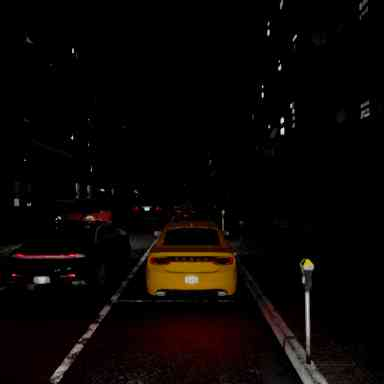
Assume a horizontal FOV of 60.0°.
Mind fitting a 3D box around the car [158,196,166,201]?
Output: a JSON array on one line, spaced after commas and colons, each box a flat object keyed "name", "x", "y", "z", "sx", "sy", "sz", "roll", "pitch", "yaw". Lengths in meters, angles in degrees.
[{"name": "car", "x": -8.326, "y": 1.847, "z": 92.652, "sx": 1.802, "sy": 1.307, "sz": 4.206, "roll": 1, "pitch": 0, "yaw": 0}]

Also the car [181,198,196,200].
[{"name": "car", "x": -0.438, "y": 1.582, "z": 31.754, "sx": 1.887, "sy": 1.381, "sz": 4.507, "roll": 1, "pitch": 0, "yaw": 0}]

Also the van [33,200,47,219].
[{"name": "van", "x": -8.312, "y": 1.359, "z": 20.753, "sx": 1.690, "sy": 1.788, "sz": 3.998, "roll": 2, "pitch": 0, "yaw": 0}]

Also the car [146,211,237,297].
[{"name": "car", "x": -0.006, "y": 1.482, "z": 8.653, "sx": 1.882, "sy": 1.535, "sz": 5.008, "roll": 0, "pitch": 0, "yaw": 0}]

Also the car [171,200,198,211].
[{"name": "car", "x": -0.438, "y": 1.572, "z": 26.224, "sx": 1.887, "sy": 1.381, "sz": 4.507, "roll": 1, "pitch": 0, "yaw": 0}]

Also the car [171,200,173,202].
[{"name": "car", "x": -2.923, "y": 1.660, "z": 41.186, "sx": 1.895, "sy": 1.301, "sz": 4.718, "roll": 0, "pitch": 0, "yaw": 0}]

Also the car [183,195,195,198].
[{"name": "car", "x": -0.429, "y": 1.490, "z": 37.286, "sx": 1.967, "sy": 1.590, "sz": 4.097, "roll": 1, "pitch": 0, "yaw": 0}]

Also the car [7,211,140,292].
[{"name": "car", "x": -2.922, "y": 1.497, "z": 8.903, "sx": 2.128, "sy": 1.511, "sz": 4.902, "roll": 0, "pitch": 0, "yaw": 0}]

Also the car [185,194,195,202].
[{"name": "car", "x": -0.473, "y": 1.521, "z": 81.536, "sx": 2.192, "sy": 1.841, "sz": 5.009, "roll": 1, "pitch": 0, "yaw": 0}]

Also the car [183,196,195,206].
[{"name": "car", "x": -0.473, "y": 1.553, "z": 59.411, "sx": 1.967, "sy": 1.590, "sz": 4.097, "roll": 1, "pitch": 0, "yaw": 0}]

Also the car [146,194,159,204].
[{"name": "car", "x": -8.317, "y": 1.471, "z": 70.528, "sx": 2.192, "sy": 1.841, "sz": 5.009, "roll": 1, "pitch": 0, "yaw": 0}]

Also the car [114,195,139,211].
[{"name": "car", "x": -8.314, "y": 1.379, "z": 42.876, "sx": 2.192, "sy": 1.841, "sz": 5.009, "roll": 1, "pitch": 0, "yaw": 0}]

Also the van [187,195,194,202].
[{"name": "van", "x": -0.474, "y": 1.576, "z": 87.068, "sx": 1.690, "sy": 1.788, "sz": 3.998, "roll": 1, "pitch": 0, "yaw": 0}]

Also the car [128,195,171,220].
[{"name": "car", "x": -3.022, "y": 1.246, "z": 24.960, "sx": 2.150, "sy": 2.045, "sz": 5.566, "roll": 0, "pitch": 0, "yaw": 0}]

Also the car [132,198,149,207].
[{"name": "car", "x": -8.321, "y": 1.660, "z": 53.938, "sx": 1.947, "sy": 1.339, "sz": 4.313, "roll": 1, "pitch": 0, "yaw": 0}]

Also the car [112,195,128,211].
[{"name": "car", "x": -8.314, "y": 1.366, "z": 37.346, "sx": 2.192, "sy": 1.841, "sz": 5.009, "roll": 1, "pitch": 0, "yaw": 0}]

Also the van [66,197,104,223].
[{"name": "van", "x": -8.314, "y": 1.368, "z": 26.285, "sx": 1.690, "sy": 1.788, "sz": 3.998, "roll": 1, "pitch": 0, "yaw": 0}]

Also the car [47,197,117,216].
[{"name": "car", "x": -5.870, "y": 1.366, "z": 18.421, "sx": 2.097, "sy": 1.767, "sz": 4.553, "roll": 0, "pitch": 0, "yaw": 0}]
